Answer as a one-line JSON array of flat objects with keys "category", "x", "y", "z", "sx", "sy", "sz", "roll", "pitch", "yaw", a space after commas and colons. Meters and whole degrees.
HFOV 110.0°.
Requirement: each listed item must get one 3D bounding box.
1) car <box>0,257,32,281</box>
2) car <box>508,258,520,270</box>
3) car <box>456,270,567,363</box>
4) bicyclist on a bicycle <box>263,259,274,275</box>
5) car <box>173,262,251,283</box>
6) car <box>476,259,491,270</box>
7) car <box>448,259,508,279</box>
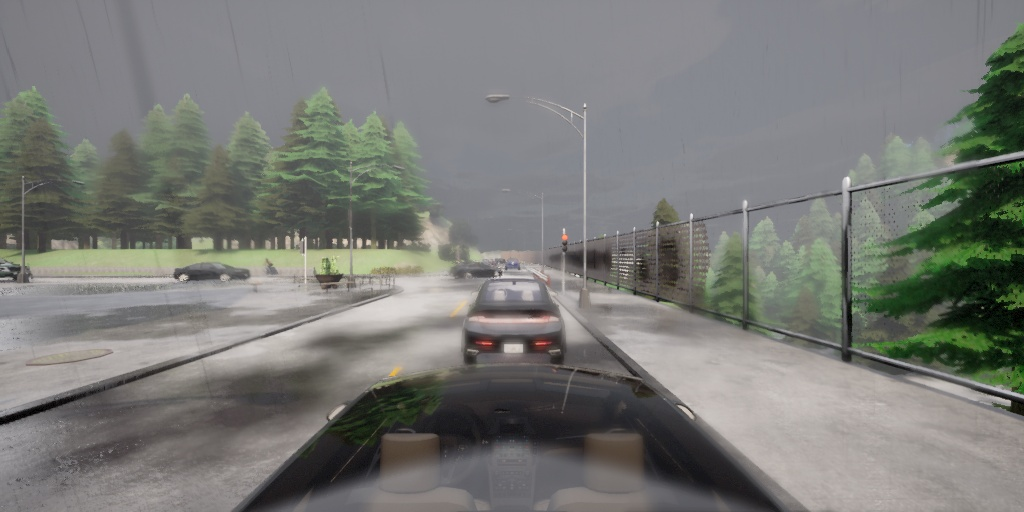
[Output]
[{"category": "car", "x": -40.246, "y": 0.970, "z": 27.167, "sx": 5.566, "sy": 2.045, "sz": 2.150, "roll": 0, "pitch": 0, "yaw": 0}, {"category": "car", "x": 0.102, "y": 1.101, "z": 53.828, "sx": 2.097, "sy": 1.767, "sz": 4.553, "roll": 0, "pitch": 0, "yaw": 0}, {"category": "car", "x": 0.047, "y": 1.241, "z": 8.061, "sx": 2.128, "sy": 1.511, "sz": 4.902, "roll": 0, "pitch": 0, "yaw": 1}, {"category": "bicyclist on a bicycle", "x": -24.152, "y": 1.098, "z": 35.543, "sx": 0.582, "sy": 1.620, "sz": 1.656, "roll": 0, "pitch": 0, "yaw": 0}, {"category": "car", "x": -22.592, "y": 1.227, "z": 27.144, "sx": 5.008, "sy": 1.535, "sz": 1.882, "roll": 0, "pitch": 0, "yaw": 0}, {"category": "car", "x": -4.089, "y": 1.254, "z": 52.481, "sx": 1.837, "sy": 1.490, "sz": 4.892, "roll": 0, "pitch": 0, "yaw": 0}, {"category": "car", "x": -3.056, "y": 1.254, "z": 30.609, "sx": 4.892, "sy": 1.490, "sz": 1.837, "roll": 0, "pitch": 2, "yaw": -41}]
